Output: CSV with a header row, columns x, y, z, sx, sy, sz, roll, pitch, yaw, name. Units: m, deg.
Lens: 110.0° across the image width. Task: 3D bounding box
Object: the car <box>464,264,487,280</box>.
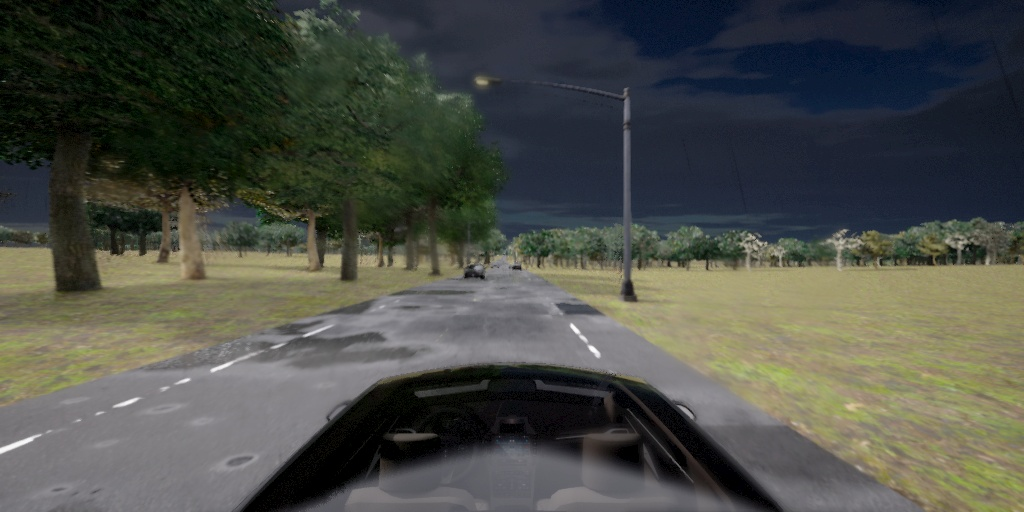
x,y,z,sx,sy,sz,roll,pitch,yaw,name
-3.583,1.539,35.411,1.882,1.535,5.008,0,-1,0,car
